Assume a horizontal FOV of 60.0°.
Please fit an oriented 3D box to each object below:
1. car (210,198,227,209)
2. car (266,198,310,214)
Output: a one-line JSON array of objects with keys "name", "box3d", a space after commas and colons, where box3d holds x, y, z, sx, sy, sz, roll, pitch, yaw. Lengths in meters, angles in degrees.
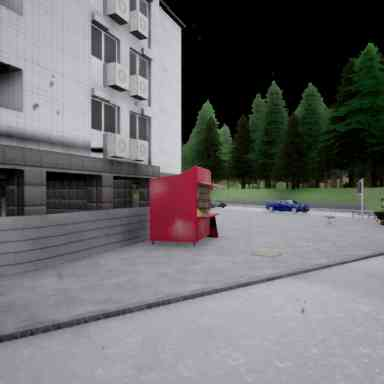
[{"name": "car", "box3d": [2.932, 1.564, 46.257, 1.994, 1.385, 4.181, 0, 0, -35]}, {"name": "car", "box3d": [10.271, 1.478, 35.939, 1.882, 1.535, 5.008, 0, 0, -35]}]
